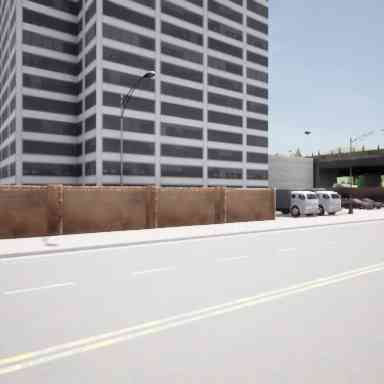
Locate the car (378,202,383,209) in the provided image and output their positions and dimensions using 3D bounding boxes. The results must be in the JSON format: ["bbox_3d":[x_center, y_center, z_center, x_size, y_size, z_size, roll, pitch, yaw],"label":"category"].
[{"bbox_3d":[22.993,1.561,44.104,1.994,1.385,4.181,0,0,-36],"label":"car"}]

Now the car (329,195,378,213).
[{"bbox_3d":[20.265,1.519,41.902,1.812,1.442,4.674,0,0,-36],"label":"car"}]
